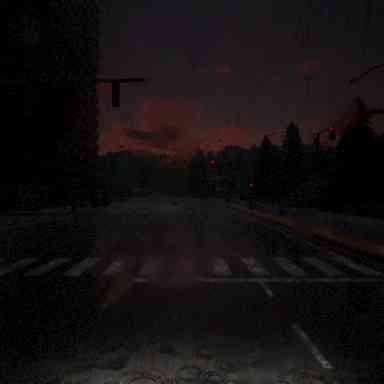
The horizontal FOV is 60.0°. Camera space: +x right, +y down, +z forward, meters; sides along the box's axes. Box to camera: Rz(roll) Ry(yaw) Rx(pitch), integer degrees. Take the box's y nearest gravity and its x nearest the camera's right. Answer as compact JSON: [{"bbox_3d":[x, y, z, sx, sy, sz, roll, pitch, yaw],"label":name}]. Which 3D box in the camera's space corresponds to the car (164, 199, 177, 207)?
[{"bbox_3d":[-3.484,1.801,55.220,1.994,1.385,4.181,0,0,0],"label":"car"}]
